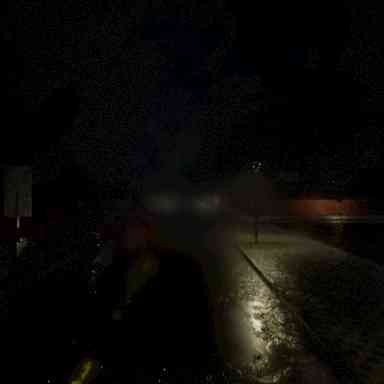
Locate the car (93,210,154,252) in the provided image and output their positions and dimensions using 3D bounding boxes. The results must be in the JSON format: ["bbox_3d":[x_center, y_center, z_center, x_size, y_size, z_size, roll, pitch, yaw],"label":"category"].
[{"bbox_3d":[-2.831,1.583,14.600,1.882,1.535,5.008,0,0,0],"label":"car"}]

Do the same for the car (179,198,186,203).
[{"bbox_3d":[-2.759,2.381,94.375,1.837,1.490,4.892,0,-1,0],"label":"car"}]

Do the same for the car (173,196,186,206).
[{"bbox_3d":[-2.756,1.845,70.760,2.150,2.045,5.566,0,-1,0],"label":"car"}]
